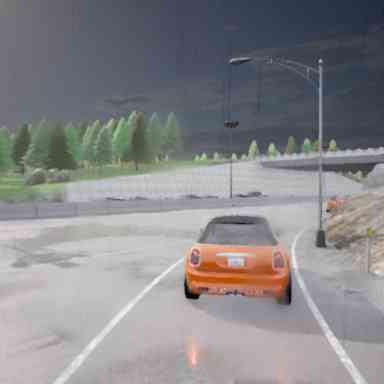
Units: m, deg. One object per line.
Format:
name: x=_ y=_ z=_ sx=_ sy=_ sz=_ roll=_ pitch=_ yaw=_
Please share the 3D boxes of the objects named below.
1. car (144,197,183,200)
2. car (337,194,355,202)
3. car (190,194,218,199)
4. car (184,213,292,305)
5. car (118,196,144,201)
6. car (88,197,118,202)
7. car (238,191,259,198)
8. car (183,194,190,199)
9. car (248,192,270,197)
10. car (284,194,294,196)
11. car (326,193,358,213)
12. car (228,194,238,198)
car: x=-3.786 y=1.336 z=44.585 sx=1.994 sy=1.385 sz=4.181 roll=0 pitch=0 yaw=43
car: x=30.909 y=1.175 z=66.731 sx=1.882 sy=1.535 sz=5.008 roll=0 pitch=0 yaw=43
car: x=2.646 y=1.240 z=61.872 sx=2.033 sy=1.411 sz=5.357 roll=0 pitch=0 yaw=43
car: x=1.202 y=1.311 z=8.293 sx=2.097 sy=1.767 sz=4.553 roll=0 pitch=0 yaw=10
car: x=-8.439 y=1.304 z=49.857 sx=1.994 sy=1.385 sz=4.181 roll=0 pitch=0 yaw=43
car: x=-13.158 y=1.334 z=49.904 sx=1.895 sy=1.301 sz=4.718 roll=0 pitch=0 yaw=43
car: x=13.263 y=0.873 z=73.381 sx=2.150 sy=2.045 sz=5.566 roll=0 pitch=0 yaw=43
car: x=-0.525 y=1.184 z=63.589 sx=1.837 sy=1.490 sz=4.892 roll=0 pitch=1 yaw=43
car: x=13.377 y=1.246 z=63.155 sx=2.033 sy=1.411 sz=5.357 roll=0 pitch=0 yaw=43
car: x=20.702 y=1.219 z=71.138 sx=1.994 sy=1.385 sz=4.181 roll=0 pitch=0 yaw=43
car: x=15.607 y=1.198 z=34.283 sx=2.097 sy=1.767 sz=4.553 roll=0 pitch=0 yaw=41
car: x=10.118 y=1.135 z=75.131 sx=1.837 sy=1.490 sz=4.892 roll=0 pitch=0 yaw=43
